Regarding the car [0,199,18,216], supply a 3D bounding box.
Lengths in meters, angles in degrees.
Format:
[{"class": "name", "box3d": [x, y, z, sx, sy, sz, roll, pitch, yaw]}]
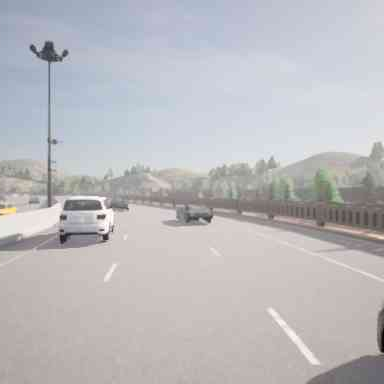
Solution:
[{"class": "car", "box3d": [-14.480, 1.516, 24.901, 1.882, 1.535, 5.008, 0, 0, -16]}]

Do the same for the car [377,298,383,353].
[{"class": "car", "box3d": [3.368, 1.488, 2.371, 2.128, 1.511, 4.902, 0, 0, -2]}]

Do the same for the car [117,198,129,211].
[{"class": "car", "box3d": [-9.237, 1.533, 41.705, 2.128, 1.511, 4.902, 0, 0, -22]}]

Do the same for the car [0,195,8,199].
[{"class": "car", "box3d": [-23.974, 1.539, 40.297, 1.882, 1.535, 5.008, 0, 0, -23]}]

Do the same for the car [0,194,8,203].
[{"class": "car", "box3d": [-41.262, 1.407, 72.013, 2.097, 1.767, 4.553, 0, 0, -23]}]

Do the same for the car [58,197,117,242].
[{"class": "car", "box3d": [-5.130, 1.240, 16.668, 2.150, 2.045, 5.566, 0, 0, -10]}]

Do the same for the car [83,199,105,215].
[{"class": "car", "box3d": [-10.505, 1.544, 35.481, 1.837, 1.490, 4.892, 0, 0, -21]}]

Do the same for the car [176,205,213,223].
[{"class": "car", "box3d": [0.069, 1.618, 25.488, 1.895, 1.301, 4.718, 0, 0, -14]}]

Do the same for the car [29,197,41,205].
[{"class": "car", "box3d": [-29.537, 1.608, 62.408, 1.812, 1.442, 4.674, 0, 0, -23]}]
